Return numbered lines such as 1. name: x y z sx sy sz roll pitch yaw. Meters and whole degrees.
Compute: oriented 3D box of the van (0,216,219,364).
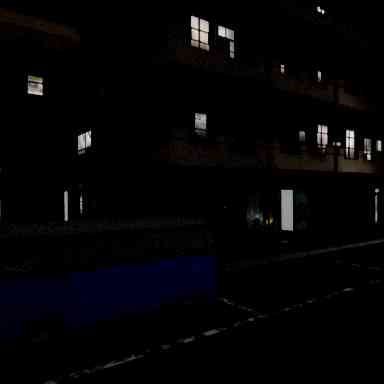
1. van: -1.431 1.341 5.550 3.998 1.788 1.690 0 0 -35
